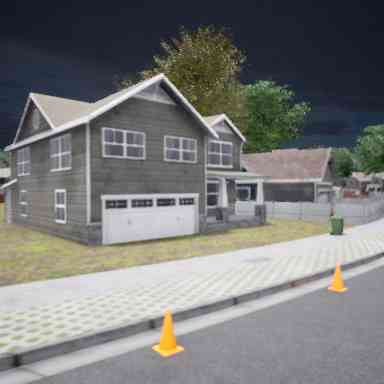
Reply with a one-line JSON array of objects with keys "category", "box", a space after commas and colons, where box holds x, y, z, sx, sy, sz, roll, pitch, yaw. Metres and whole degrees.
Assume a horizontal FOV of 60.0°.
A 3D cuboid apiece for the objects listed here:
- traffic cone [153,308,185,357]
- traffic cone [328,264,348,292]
[{"category": "traffic cone", "box": [-0.338, 1.978, 4.807, 0.340, 0.580, 0.340, 0, 0, -38]}, {"category": "traffic cone", "box": [3.461, 2.004, 7.876, 0.340, 0.580, 0.340, 0, 0, -40]}]
